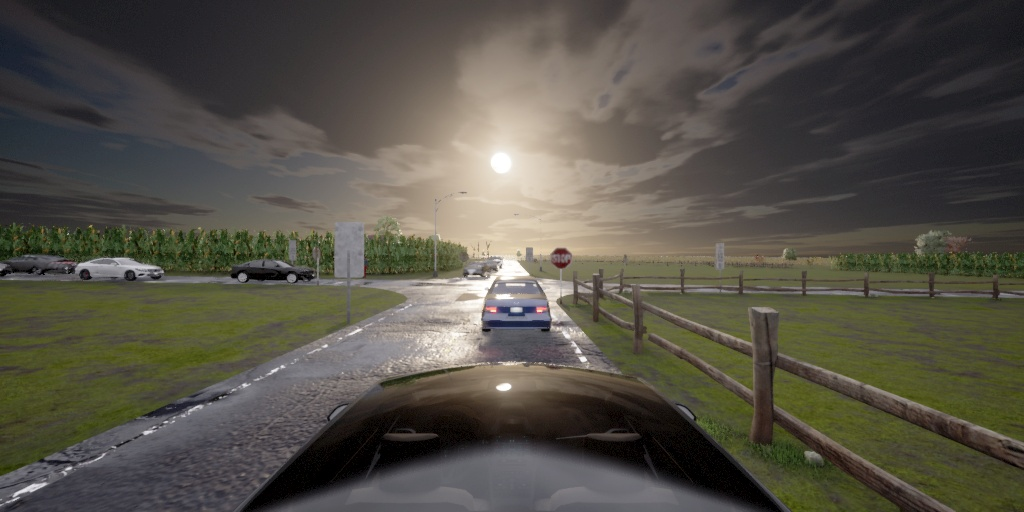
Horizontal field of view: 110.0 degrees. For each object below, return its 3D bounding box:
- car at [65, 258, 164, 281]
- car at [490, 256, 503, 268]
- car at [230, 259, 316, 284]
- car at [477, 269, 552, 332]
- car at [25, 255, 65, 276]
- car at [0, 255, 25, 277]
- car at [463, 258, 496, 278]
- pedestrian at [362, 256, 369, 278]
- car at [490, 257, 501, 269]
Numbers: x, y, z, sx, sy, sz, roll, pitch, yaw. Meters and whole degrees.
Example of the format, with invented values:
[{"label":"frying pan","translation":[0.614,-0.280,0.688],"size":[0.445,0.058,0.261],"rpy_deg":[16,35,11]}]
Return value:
[{"label":"car","translation":[-25.724,0.834,23.553],"size":[4.674,1.442,1.812],"rpy_deg":[1,-1,0]},{"label":"car","translation":[-2.799,0.982,59.465],"size":[2.150,2.045,5.566],"rpy_deg":[0,0,1]},{"label":"car","translation":[-15.602,0.966,23.614],"size":[5.008,1.535,1.882],"rpy_deg":[1,-1,-1]},{"label":"car","translation":[0.101,1.299,10.845],"size":[2.033,1.411,5.357],"rpy_deg":[0,0,0]},{"label":"car","translation":[-35.292,0.658,26.477],"size":[4.902,1.511,2.128],"rpy_deg":[1,-1,0]},{"label":"car","translation":[-36.096,0.617,23.533],"size":[4.902,1.511,2.128],"rpy_deg":[1,-1,0]},{"label":"car","translation":[-3.275,1.247,34.161],"size":[2.128,1.511,4.902],"rpy_deg":[0,0,8]},{"label":"pedestrian","translation":[-12.163,0.890,29.567],"size":[0.375,1.860,0.375],"rpy_deg":[0,-2,0]},{"label":"car","translation":[-2.827,1.262,46.694],"size":[1.837,1.490,4.892],"rpy_deg":[0,0,0]}]
